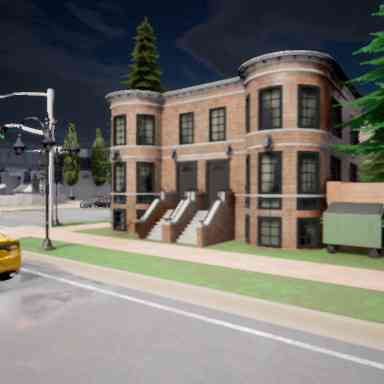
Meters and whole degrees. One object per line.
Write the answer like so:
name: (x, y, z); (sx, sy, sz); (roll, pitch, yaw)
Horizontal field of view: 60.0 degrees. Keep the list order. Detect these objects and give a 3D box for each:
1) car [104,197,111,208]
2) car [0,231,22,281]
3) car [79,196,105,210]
car: (-7.648, 1.383, 40.272); (2.033, 1.411, 5.357); (0, 0, 29)
car: (-6.312, 1.422, 8.471); (5.008, 1.535, 1.882); (0, 0, 36)
car: (-11.531, 1.321, 40.726); (1.837, 1.490, 4.892); (1, 1, 31)
